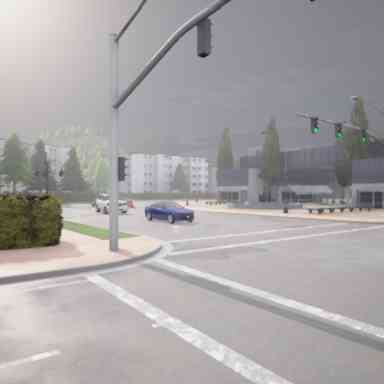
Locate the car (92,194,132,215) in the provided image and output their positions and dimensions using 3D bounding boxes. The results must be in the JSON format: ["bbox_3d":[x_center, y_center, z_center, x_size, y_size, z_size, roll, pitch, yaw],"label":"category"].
[{"bbox_3d":[-8.559,1.229,35.068,2.150,2.045,5.566,0,0,-29],"label":"car"}]

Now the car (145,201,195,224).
[{"bbox_3d":[-1.787,1.487,25.377,1.882,1.535,5.008,0,0,-37],"label":"car"}]
